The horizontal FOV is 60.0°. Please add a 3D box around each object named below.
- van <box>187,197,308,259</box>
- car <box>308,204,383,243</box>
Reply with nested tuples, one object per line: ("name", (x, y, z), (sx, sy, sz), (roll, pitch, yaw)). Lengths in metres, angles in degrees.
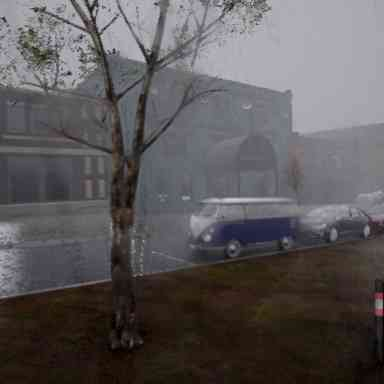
("van", (1.871, 1.190, 12.050), (4.442, 1.987, 1.878), (0, 0, -33))
("car", (6.498, 1.379, 15.354), (4.892, 1.521, 2.231), (1, 0, -37))
